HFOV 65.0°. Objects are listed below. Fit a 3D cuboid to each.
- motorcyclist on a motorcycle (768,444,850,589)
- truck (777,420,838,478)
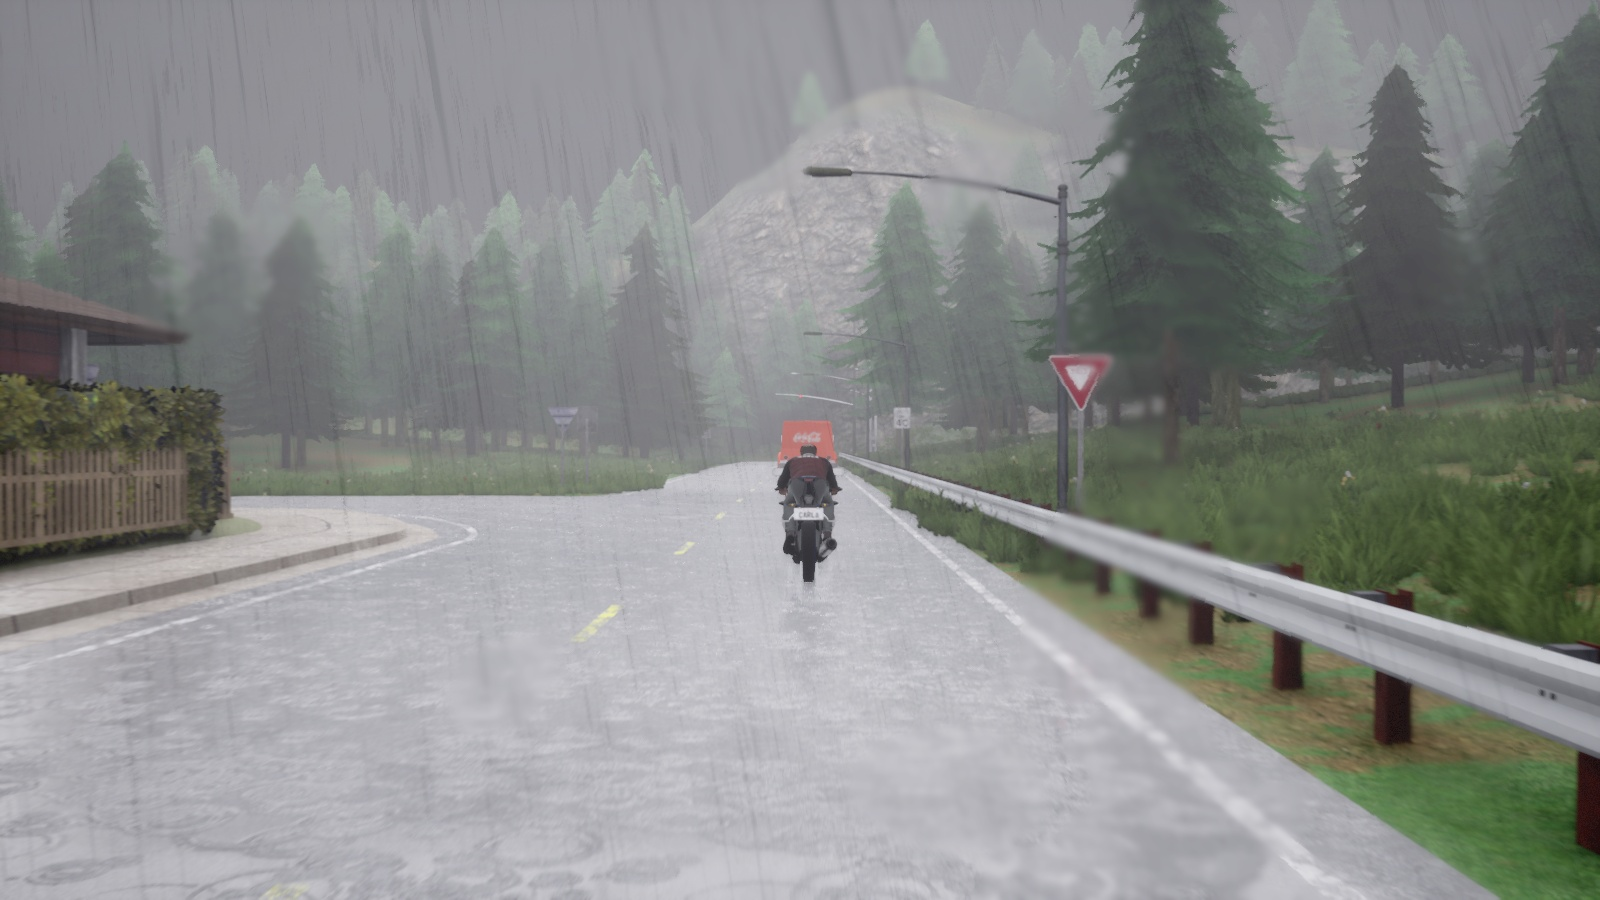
[{"bbox_3d":[0.097,0.701,14.387,0.866,1.530,2.191,0,0,0],"label":"motorcyclist on a motorcycle"},{"bbox_3d":[0.334,-0.055,56.007,2.627,2.467,5.204,0,0,0],"label":"truck"}]
